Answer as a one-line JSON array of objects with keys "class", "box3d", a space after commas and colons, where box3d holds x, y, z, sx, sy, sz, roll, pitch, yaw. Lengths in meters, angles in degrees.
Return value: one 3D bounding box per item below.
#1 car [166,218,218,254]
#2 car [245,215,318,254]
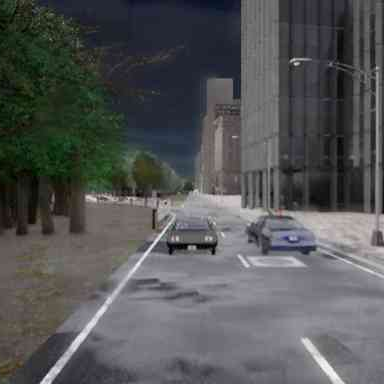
[{"class": "car", "box3d": [0.004, 1.730, 14.103, 1.895, 1.301, 4.718, 0, 0, 0]}, {"class": "car", "box3d": [3.504, 1.676, 13.983, 2.033, 1.411, 5.357, 0, 0, 0]}]
